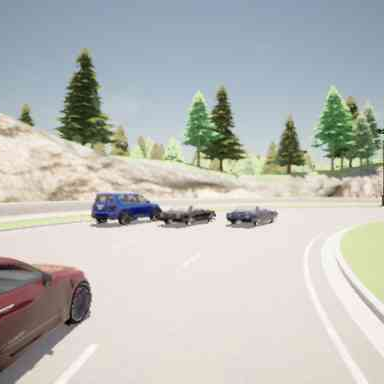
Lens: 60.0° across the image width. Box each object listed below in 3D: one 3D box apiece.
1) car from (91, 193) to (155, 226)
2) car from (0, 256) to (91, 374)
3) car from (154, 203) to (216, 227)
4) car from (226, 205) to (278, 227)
[{"bbox_3d":[-4.301,1.076,22.546,2.150,2.045,5.566,0,0,29],"label":"car"},{"bbox_3d":[-2.913,1.478,4.115,1.812,1.442,4.674,0,0,6],"label":"car"},{"bbox_3d":[-0.170,1.496,22.304,1.895,1.301,4.718,1,0,31],"label":"car"},{"bbox_3d":[4.193,1.536,22.617,1.895,1.301,4.718,1,0,34],"label":"car"}]
